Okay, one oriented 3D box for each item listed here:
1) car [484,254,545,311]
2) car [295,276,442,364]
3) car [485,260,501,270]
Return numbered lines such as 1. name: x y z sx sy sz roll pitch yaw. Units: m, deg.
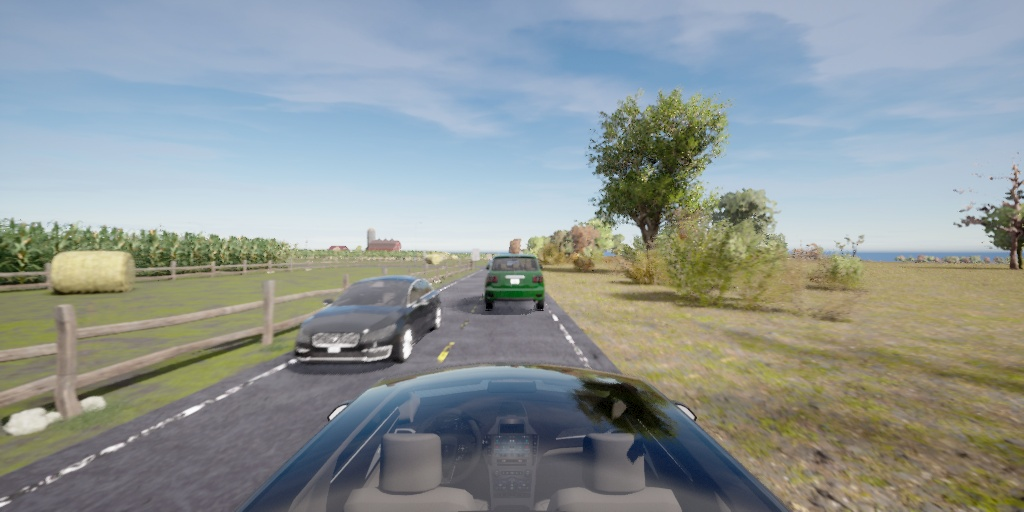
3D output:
1. car: 0.099 0.949 14.571 2.150 2.045 5.566 0 0 0
2. car: -2.851 1.244 8.180 1.837 1.490 4.892 0 0 0
3. car: -2.752 1.284 53.326 2.033 1.411 5.357 0 0 0
